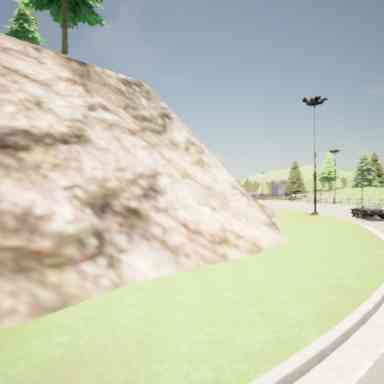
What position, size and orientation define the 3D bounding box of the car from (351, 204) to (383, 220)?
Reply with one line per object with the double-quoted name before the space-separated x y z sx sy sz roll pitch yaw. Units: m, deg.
"car" 16.308 1.811 30.906 1.895 1.301 4.718 0 -1 10
